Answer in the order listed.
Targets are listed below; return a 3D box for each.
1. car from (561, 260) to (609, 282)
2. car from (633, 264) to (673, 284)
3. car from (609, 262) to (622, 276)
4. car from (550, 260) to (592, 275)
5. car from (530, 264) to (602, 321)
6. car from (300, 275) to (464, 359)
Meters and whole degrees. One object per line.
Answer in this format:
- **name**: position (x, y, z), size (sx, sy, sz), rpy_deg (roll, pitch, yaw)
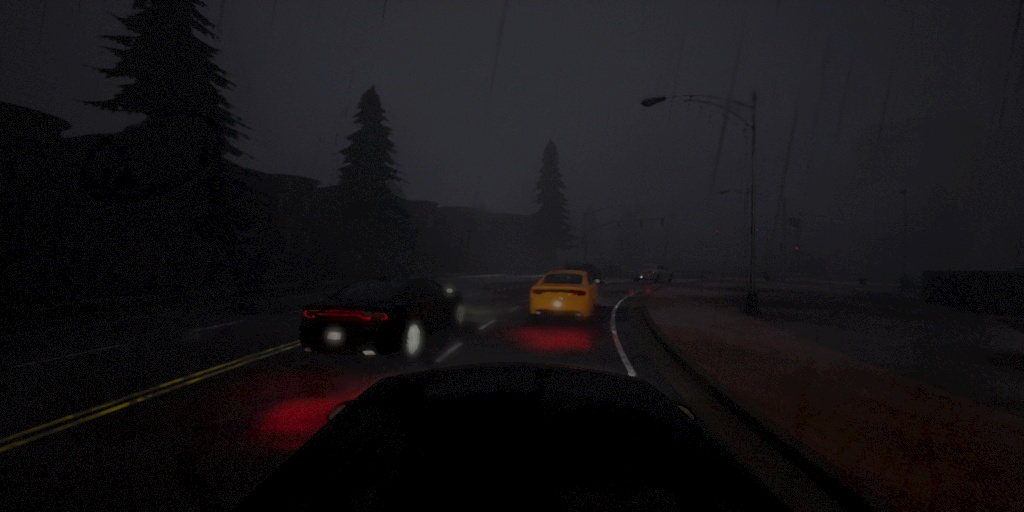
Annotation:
- **car**: position (5.216, 1.245, 26.454), size (1.837, 1.490, 4.892), rpy_deg (0, 0, 35)
- **car**: position (11.011, 1.319, 28.046), size (1.812, 1.442, 4.674), rpy_deg (1, 0, 41)
- **car**: position (9.267, 1.302, 36.650), size (2.033, 1.411, 5.357), rpy_deg (1, 0, 44)
- **car**: position (6.431, 1.215, 38.745), size (2.128, 1.511, 4.902), rpy_deg (1, 0, 44)
- **car**: position (1.997, 1.220, 12.578), size (1.882, 1.535, 5.008), rpy_deg (0, 0, 16)
- **car**: position (-2.590, 1.186, 8.459), size (1.882, 1.535, 5.008), rpy_deg (0, 0, 9)
